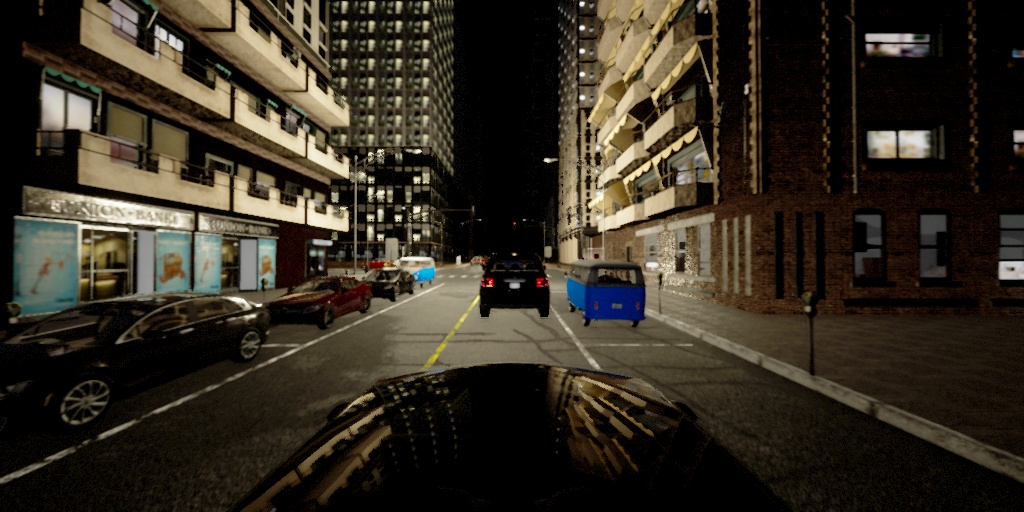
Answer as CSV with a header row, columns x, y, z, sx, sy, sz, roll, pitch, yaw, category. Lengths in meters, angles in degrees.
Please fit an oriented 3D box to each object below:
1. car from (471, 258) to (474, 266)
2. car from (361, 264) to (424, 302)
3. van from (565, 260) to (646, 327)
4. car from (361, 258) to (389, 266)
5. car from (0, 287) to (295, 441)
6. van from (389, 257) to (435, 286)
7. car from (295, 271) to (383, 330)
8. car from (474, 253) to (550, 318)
x,y,z,sx,sy,sz,roll,pitch,yaw,category
-5.825,0.846,60.092,1.967,1.591,4.097,0,0,0,car
-5.690,1.230,16.486,1.948,1.339,4.313,0,0,0,car
2.671,1.036,11.019,1.690,1.789,3.998,0,0,0,van
-16.591,0.997,44.631,4.097,1.591,1.967,0,0,0,car
-5.664,1.280,5.406,2.007,1.370,4.403,0,0,0,car
-5.873,0.972,22.027,1.690,1.789,3.998,0,0,0,van
-5.677,1.279,10.946,1.802,1.307,4.207,0,0,0,car
0.076,0.907,12.722,2.150,2.045,5.566,0,0,0,car
